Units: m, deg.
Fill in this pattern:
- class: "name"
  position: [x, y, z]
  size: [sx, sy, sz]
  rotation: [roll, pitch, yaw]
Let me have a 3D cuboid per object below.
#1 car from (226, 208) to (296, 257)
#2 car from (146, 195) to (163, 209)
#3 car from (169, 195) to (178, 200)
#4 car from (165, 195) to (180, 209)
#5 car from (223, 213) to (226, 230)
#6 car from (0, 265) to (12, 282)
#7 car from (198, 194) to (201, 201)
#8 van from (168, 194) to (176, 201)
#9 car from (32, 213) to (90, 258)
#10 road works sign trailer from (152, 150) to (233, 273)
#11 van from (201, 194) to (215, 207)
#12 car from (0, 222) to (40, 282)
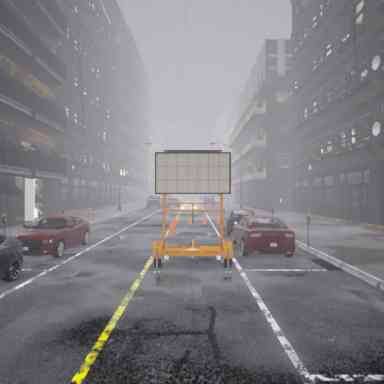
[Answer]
- class: "car"
  position: [2.602, 1.546, 12.784]
  size: [1.887, 1.381, 4.507]
  rotation: [1, 0, 0]
- class: "car"
  position: [-5.201, 1.320, 46.796]
  size: [2.192, 1.841, 5.009]
  rotation: [1, 0, 0]
- class: "car"
  position: [-5.105, 1.562, 92.163]
  size: [2.008, 1.369, 4.403]
  rotation: [1, 0, 0]
- class: "car"
  position: [-2.648, 1.530, 46.616]
  size: [1.812, 1.442, 4.674]
  rotation: [0, 0, 0]
- class: "car"
  position: [2.615, 1.553, 18.455]
  size: [2.008, 1.369, 4.403]
  rotation: [1, 0, 0]
- class: "car"
  position: [-2.847, 1.526, 1.187]
  size: [1.812, 1.442, 4.674]
  rotation: [0, 0, 0]
- class: "car"
  position: [2.766, 1.325, 86.505]
  size: [2.192, 1.841, 5.009]
  rotation: [1, 0, 0]
- class: "van"
  position: [-5.114, 1.351, 86.493]
  size: [1.690, 1.788, 3.998]
  rotation: [1, 0, 0]
- class: "car"
  position: [-5.278, 1.546, 12.771]
  size: [1.887, 1.381, 4.507]
  rotation: [1, 0, 0]
- class: "road works sign trailer"
  position: [0.028, 0.466, 10.636]
  size: [2.380, 3.560, 2.880]
  rotation: [0, 0, 0]
- class: "van"
  position: [2.692, 1.346, 52.480]
  size: [1.690, 1.788, 3.998]
  rotation: [1, 0, 0]
- class: "car"
  position: [-5.291, 1.567, 7.100]
  size: [1.947, 1.339, 4.313]
  rotation: [1, 0, 0]
